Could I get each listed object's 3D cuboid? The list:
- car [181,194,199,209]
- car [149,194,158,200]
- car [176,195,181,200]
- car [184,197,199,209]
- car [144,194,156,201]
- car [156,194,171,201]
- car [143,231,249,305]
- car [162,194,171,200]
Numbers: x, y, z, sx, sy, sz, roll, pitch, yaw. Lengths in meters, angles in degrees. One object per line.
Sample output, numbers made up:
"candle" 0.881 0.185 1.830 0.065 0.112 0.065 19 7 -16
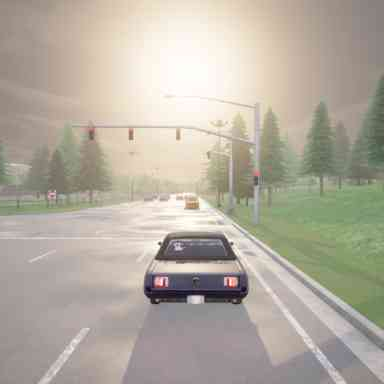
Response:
"car" -0.079 1.090 46.216 1.882 1.535 5.008 -3 17 -4
"car" -10.379 1.332 90.779 1.837 1.490 4.892 0 0 0
"car" -3.378 1.552 91.183 1.994 1.385 4.181 0 0 0
"car" -0.011 1.576 49.725 2.033 1.411 5.357 -1 1 1
"car" -10.393 1.531 80.359 2.033 1.411 5.357 0 0 0
"car" -6.893 1.531 80.354 2.033 1.411 5.357 0 0 0
"car" 0.090 1.601 8.057 1.895 1.301 4.718 0 0 0
"car" -6.879 1.371 90.774 2.033 1.411 5.357 0 0 0
